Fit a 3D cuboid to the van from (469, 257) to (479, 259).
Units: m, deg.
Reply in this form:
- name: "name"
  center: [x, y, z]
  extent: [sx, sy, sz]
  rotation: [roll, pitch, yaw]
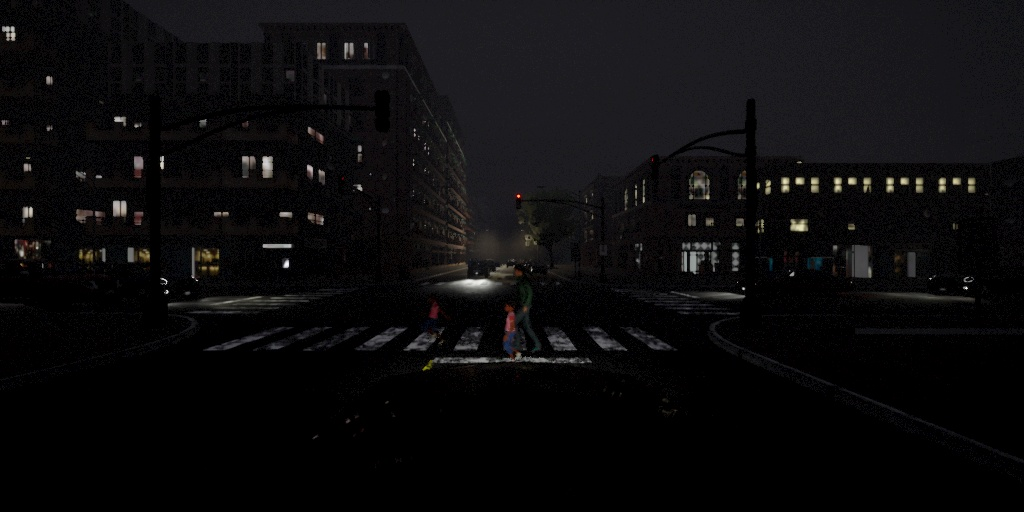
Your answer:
- name: "van"
  center: [-5.702, 1.147, 53.950]
  extent: [1.690, 1.789, 3.998]
  rotation: [0, 0, 0]

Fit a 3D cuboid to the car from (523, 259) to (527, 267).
- name: "car"
  center: [2.682, 1.227, 42.557]
  extent: [1.967, 1.591, 4.097]
  rotation: [0, 0, 0]

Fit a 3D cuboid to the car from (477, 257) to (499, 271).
- name: "car"
  center: [-3.101, 1.271, 46.357]
  extent: [1.882, 1.535, 5.008]
  rotation: [0, 0, 0]

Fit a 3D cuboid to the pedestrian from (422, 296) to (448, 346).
- name: "pedestrian"
  center: [-1.701, 1.044, 7.916]
  extent: [0.375, 1.860, 0.375]
  rotation: [0, 0, 0]

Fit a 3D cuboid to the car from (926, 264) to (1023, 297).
- name: "car"
  center: [25.352, 1.224, 19.237]
  extent: [4.553, 1.767, 2.097]
  rotation: [1, 0, 0]

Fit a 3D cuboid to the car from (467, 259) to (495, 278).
- name: "car"
  center: [-3.100, 1.265, 34.090]
  extent: [2.128, 1.511, 4.902]
  rotation: [0, 0, 0]

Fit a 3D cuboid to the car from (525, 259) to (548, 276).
- name: "car"
  center: [2.683, 1.328, 36.860]
  extent: [2.007, 1.370, 4.403]
  rotation: [0, 0, 0]

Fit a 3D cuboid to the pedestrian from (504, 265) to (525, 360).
- name: "pedestrian"
  center: [-0.004, 1.044, 6.719]
  extent: [0.375, 1.860, 0.375]
  rotation: [0, 0, 0]

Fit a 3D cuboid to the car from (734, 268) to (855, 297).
- name: "car"
  center: [15.020, 1.371, 19.163]
  extent: [5.357, 1.411, 2.033]
  rotation: [0, 0, 0]

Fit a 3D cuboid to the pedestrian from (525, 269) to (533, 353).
- name: "pedestrian"
  center: [0.189, 1.044, 7.321]
  extent: [0.375, 1.860, 0.375]
  rotation: [0, 0, 0]

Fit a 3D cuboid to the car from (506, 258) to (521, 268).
- name: "car"
  center: [-0.013, 1.316, 63.216]
  extent: [2.128, 1.511, 4.902]
  rotation: [0, 0, 0]

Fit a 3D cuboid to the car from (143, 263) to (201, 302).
- name: "car"
  center: [-16.530, 1.052, 15.753]
  extent: [4.553, 1.767, 2.097]
  rotation: [0, 0, -1]

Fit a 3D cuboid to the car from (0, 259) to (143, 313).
- name: "car"
  center: [-17.279, 1.013, 13.137]
  extent: [5.009, 1.841, 2.192]
  rotation: [0, 0, 0]
